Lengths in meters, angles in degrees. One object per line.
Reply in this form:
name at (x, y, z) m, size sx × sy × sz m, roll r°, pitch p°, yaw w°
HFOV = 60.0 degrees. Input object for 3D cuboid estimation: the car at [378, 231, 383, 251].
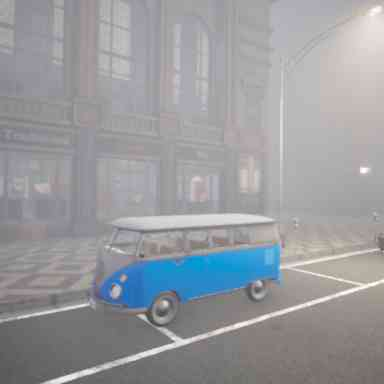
car at (9.212, 1.671, 13.314) m, size 4.313 × 1.339 × 1.947 m, roll 0°, pitch 0°, yaw -35°

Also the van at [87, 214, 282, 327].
van at (0.053, 1.368, 6.786) m, size 3.998 × 1.788 × 1.690 m, roll 0°, pitch 0°, yaw -35°
